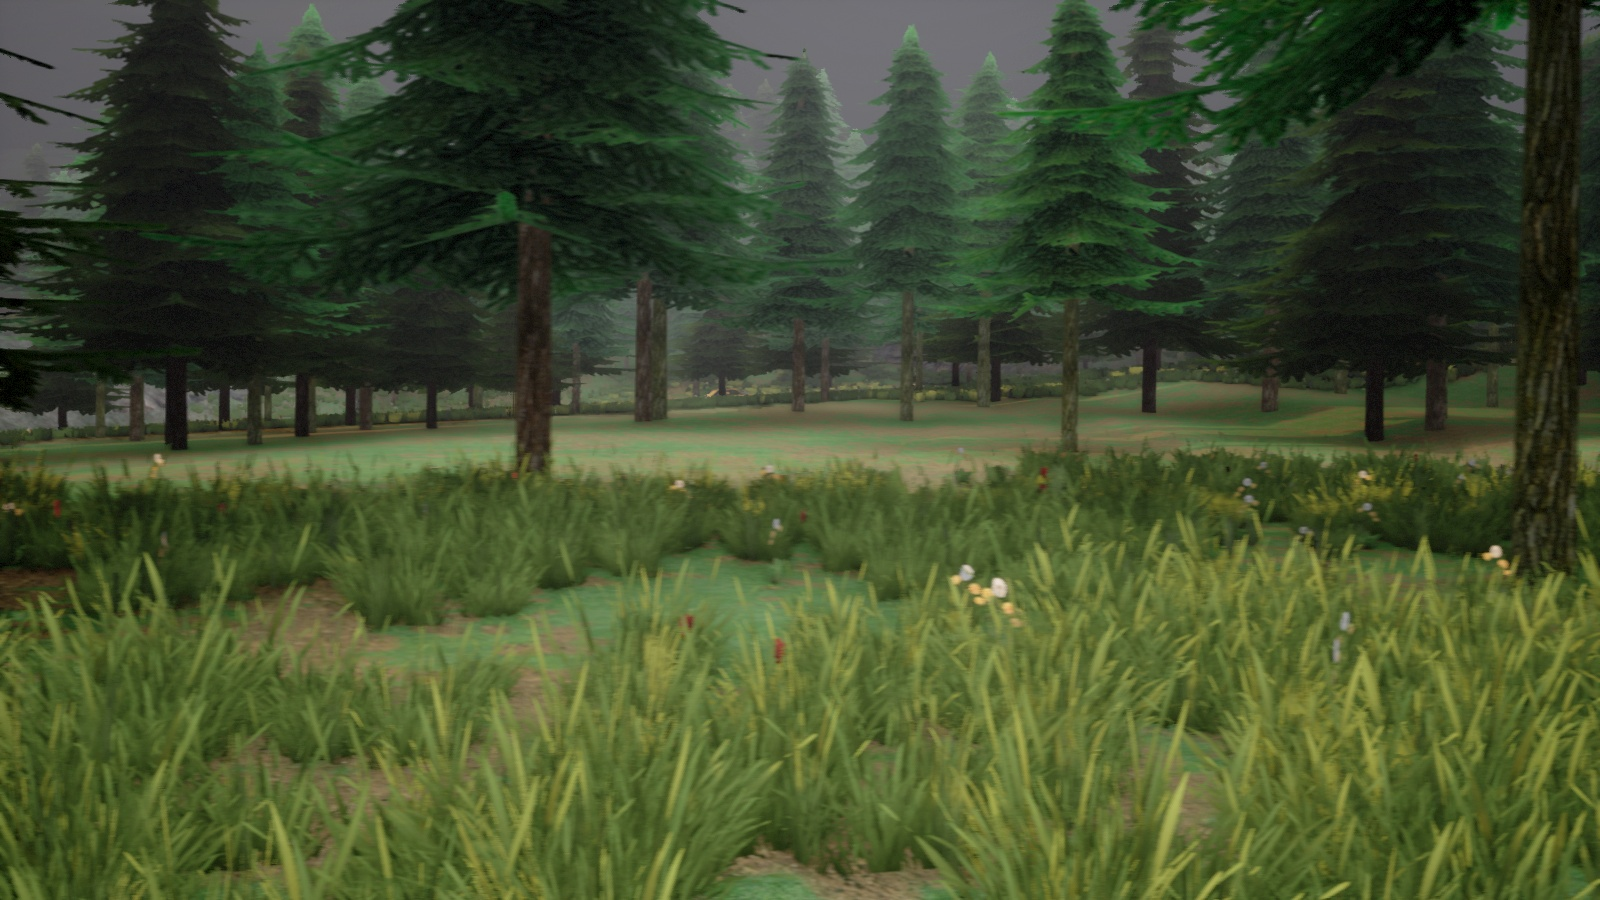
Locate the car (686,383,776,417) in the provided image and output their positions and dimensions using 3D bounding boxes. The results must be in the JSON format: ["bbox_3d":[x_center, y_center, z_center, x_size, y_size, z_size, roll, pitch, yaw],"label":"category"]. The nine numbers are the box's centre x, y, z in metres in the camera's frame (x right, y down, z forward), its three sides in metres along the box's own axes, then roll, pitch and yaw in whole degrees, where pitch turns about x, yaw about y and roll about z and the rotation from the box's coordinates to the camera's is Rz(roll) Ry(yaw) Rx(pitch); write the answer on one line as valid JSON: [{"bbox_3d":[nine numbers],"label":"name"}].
[{"bbox_3d":[-4.335,-3.166,79.454,5.366,1.575,1.801,-6,1,3],"label":"car"}]
